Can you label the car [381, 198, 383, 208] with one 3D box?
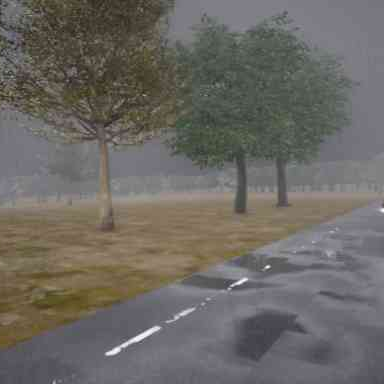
[{"bbox_3d":[23.501,1.040,39.050,1.882,1.535,5.008,-2,0,33],"label":"car"}]
